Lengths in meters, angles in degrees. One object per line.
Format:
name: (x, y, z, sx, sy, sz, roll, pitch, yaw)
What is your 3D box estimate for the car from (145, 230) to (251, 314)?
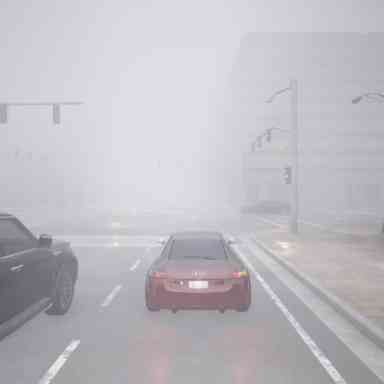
car: (0.113, 1.564, 7.723, 1.994, 1.385, 4.181, 0, 0, 0)

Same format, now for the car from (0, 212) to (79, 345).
car: (-3.397, 1.221, 4.398, 2.150, 2.045, 5.566, 0, 0, 1)

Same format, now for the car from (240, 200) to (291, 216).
car: (7.101, 1.505, 31.959, 4.892, 1.490, 1.837, 0, 0, 0)
